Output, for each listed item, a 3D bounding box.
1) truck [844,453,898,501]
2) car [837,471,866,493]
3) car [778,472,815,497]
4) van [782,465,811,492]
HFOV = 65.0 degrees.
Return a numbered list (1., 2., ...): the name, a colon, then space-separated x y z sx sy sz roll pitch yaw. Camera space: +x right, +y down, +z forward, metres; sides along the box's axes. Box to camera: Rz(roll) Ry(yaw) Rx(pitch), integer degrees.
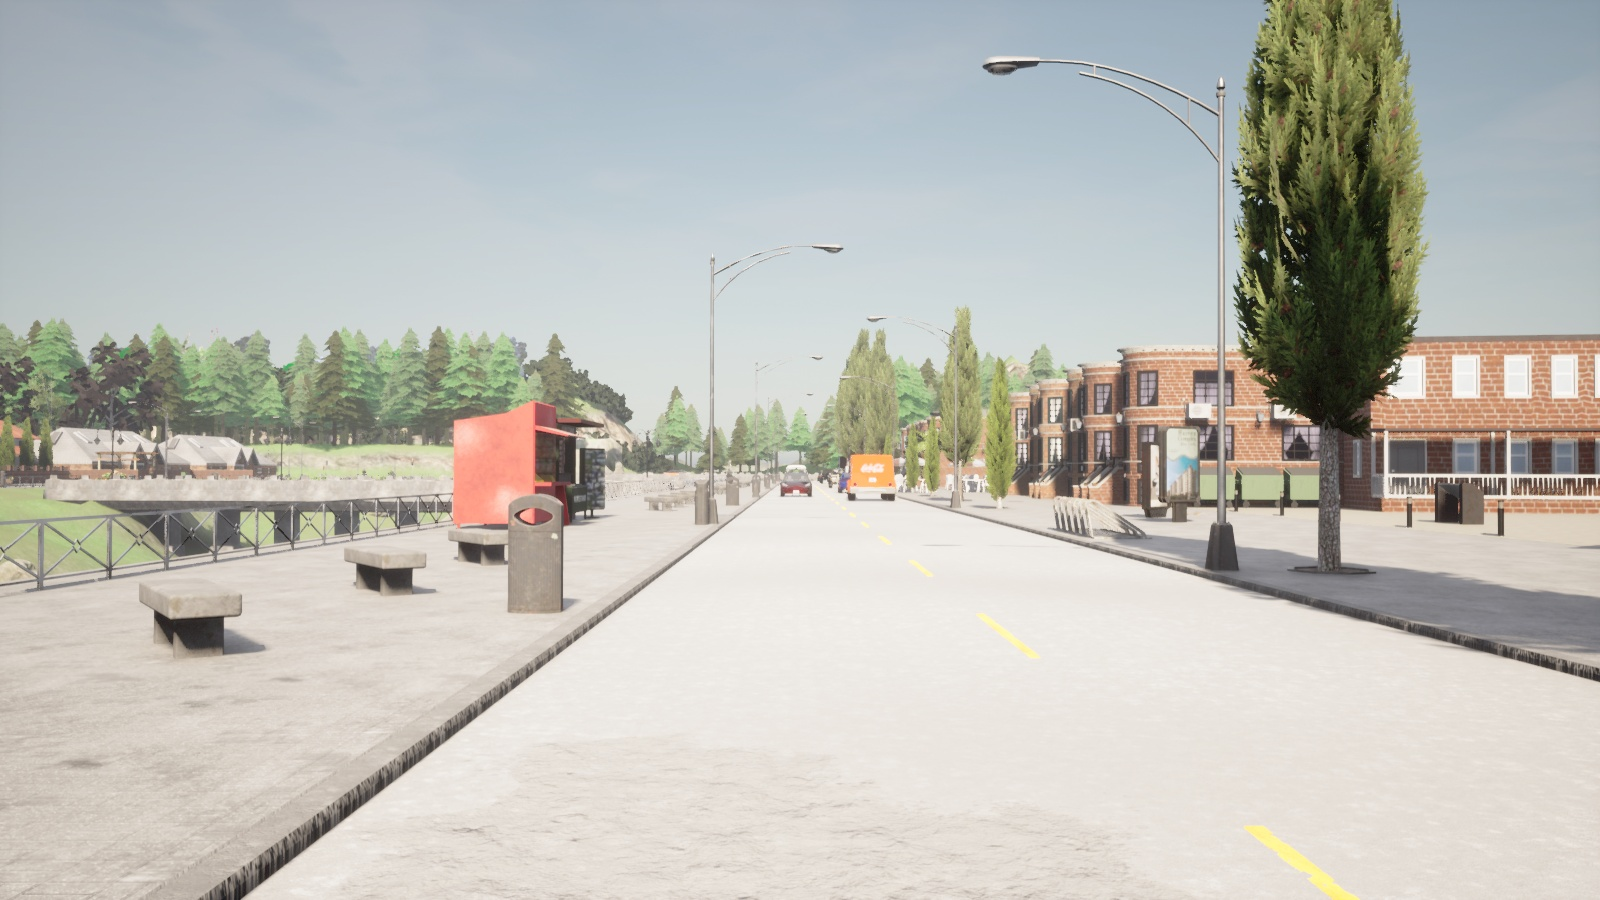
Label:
1. truck: 3.808 1.463 68.336 2.627 2.467 5.204 0 -1 0
2. car: 3.746 2.317 91.451 1.882 1.535 5.008 0 -1 0
3. car: -0.213 2.114 77.136 2.163 1.488 4.792 0 -1 0
4. van: -0.264 2.139 94.997 2.069 2.038 4.480 0 -1 0
